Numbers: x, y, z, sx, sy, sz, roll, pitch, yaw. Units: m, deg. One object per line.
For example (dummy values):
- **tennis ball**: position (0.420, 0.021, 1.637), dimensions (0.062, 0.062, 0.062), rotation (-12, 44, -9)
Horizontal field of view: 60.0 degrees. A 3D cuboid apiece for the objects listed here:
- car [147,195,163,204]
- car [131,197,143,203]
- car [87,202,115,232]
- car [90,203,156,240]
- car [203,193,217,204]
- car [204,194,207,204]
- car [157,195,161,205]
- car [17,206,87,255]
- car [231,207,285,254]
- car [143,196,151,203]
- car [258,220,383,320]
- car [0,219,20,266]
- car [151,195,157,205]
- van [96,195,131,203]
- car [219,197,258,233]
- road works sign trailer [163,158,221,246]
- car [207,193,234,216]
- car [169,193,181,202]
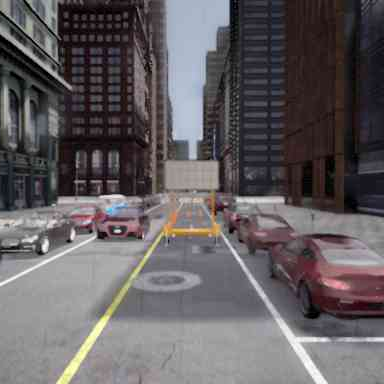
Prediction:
- **car**: position (-5.774, 1.118, 52.043), dimensions (2.008, 1.369, 4.403), rotation (0, 0, 0)
- **car**: position (-5.771, 1.273, 29.327), dimensions (1.752, 1.417, 4.829), rotation (0, 0, 0)
- **car**: position (-5.769, 1.423, 18.225), dimensions (1.802, 1.307, 4.206), rotation (0, 0, 0)
- **car**: position (-3.102, 1.424, 15.851), dimensions (1.994, 1.385, 4.181), rotation (0, 0, 0)
- **car**: position (2.750, 1.005, 52.045), dimensions (1.967, 1.590, 4.097), rotation (0, 0, 0)
- **car**: position (2.752, 1.014, 35.136), dimensions (2.192, 1.841, 5.009), rotation (0, 0, 0)
- **car**: position (-5.773, 1.177, 46.406), dimensions (1.947, 1.339, 4.313), rotation (0, 0, 0)
- **car**: position (-5.768, 1.440, 12.587), dimensions (2.008, 1.369, 4.403), rotation (0, 0, 0)
- **car**: position (2.757, 1.469, 12.595), dimensions (1.802, 1.307, 4.206), rotation (0, 0, 0)
- **car**: position (-5.771, 1.283, 35.134), dimensions (1.802, 1.307, 4.206), rotation (0, 0, 0)
- **car**: position (2.758, 1.518, 6.958), dimensions (1.802, 1.307, 4.206), rotation (0, 0, 0)
- **car**: position (-5.767, 1.504, 6.951), dimensions (1.947, 1.339, 4.313), rotation (0, 1, 0)
- **car**: position (-5.772, 1.221, 40.770), dimensions (1.947, 1.339, 4.313), rotation (0, 0, 0)
- **van**: position (-5.771, 1.134, 23.859), dimensions (1.690, 1.788, 3.998), rotation (0, 0, 0)
- **car**: position (2.756, 1.279, 18.229), dimensions (1.967, 1.590, 4.097), rotation (0, 0, 0)
- **road works sign trailer**: position (-0.003, 0.336, 14.474), dimensions (2.380, 3.560, 2.880), rotation (0, 0, 0)
- **car**: position (2.753, 1.059, 29.499), dimensions (2.192, 1.841, 5.009), rotation (0, 0, 0)
- **car**: position (-3.009, 1.016, 58.470), dimensions (1.837, 1.490, 4.892), rotation (0, 0, 0)
